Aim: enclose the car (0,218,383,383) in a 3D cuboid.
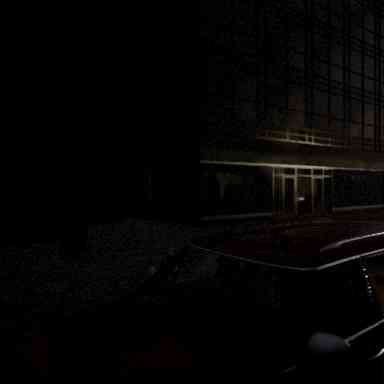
[{"bbox_3d":[0.800,1.273,3.079,5.009,1.841,2.192,-1,1,-35],"label":"car"}]
